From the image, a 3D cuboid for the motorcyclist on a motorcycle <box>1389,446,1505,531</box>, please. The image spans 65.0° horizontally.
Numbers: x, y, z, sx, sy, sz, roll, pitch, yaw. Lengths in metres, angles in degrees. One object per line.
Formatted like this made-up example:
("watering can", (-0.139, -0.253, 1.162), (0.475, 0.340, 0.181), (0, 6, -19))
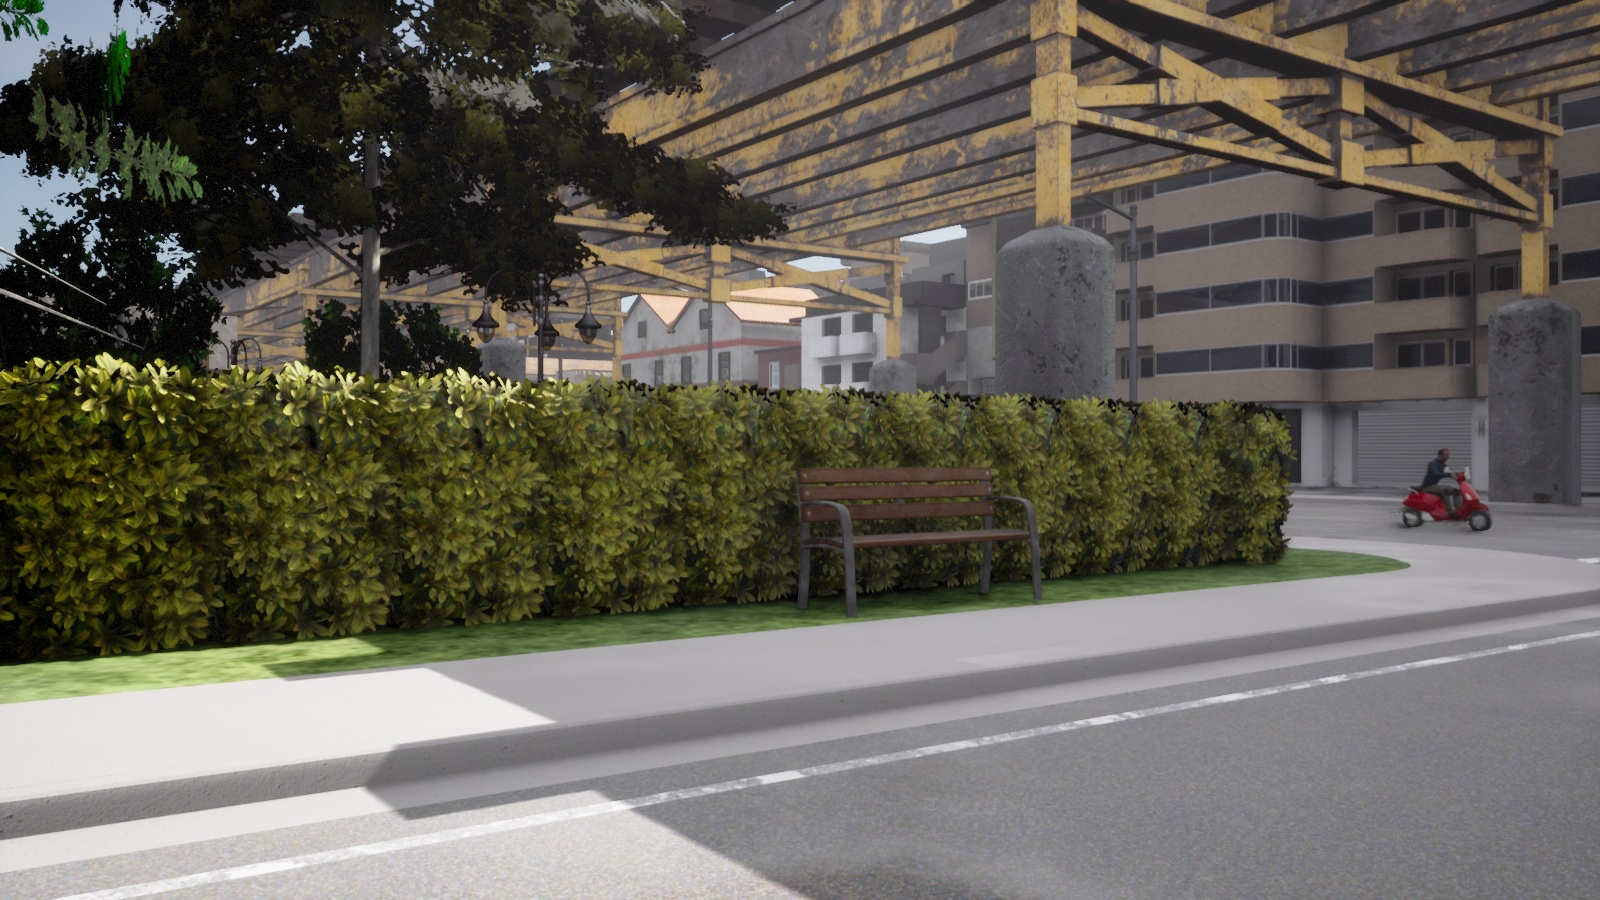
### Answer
("motorcyclist on a motorcycle", (12.573, 0.714, 24.446), (0.866, 1.590, 1.817), (0, 0, -35))
